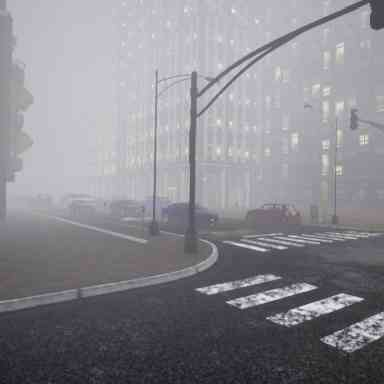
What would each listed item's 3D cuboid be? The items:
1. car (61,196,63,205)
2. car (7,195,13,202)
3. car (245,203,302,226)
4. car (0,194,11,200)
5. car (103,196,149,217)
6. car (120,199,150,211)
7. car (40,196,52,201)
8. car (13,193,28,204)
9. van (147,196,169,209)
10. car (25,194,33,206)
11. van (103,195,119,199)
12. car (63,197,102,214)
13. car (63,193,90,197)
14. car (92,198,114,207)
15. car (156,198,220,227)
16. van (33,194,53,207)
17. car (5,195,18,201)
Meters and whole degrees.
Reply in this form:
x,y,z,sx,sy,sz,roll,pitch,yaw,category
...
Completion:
x,y,z,sx,sy,sz,roll,pitch,yaw,category
-20.524,1.181,56.276,2.150,2.045,5.566,1,-1,-35,car
-37.063,1.396,69.735,1.947,1.339,4.313,1,-1,-35,car
5.738,1.505,23.920,1.967,1.590,4.097,1,-1,-35,car
-46.776,1.365,83.417,1.752,1.417,4.829,1,-1,-35,car
-6.180,1.438,30.706,1.837,1.490,4.892,1,-1,-35,car
-7.343,1.584,42.343,2.008,1.369,4.403,1,-1,-35,car
-36.771,1.570,83.796,1.802,1.307,4.206,1,-1,-35,car
-30.520,1.155,60.525,2.192,1.841,5.009,1,-1,-35,car
-4.070,1.382,37.739,1.690,1.788,3.998,1,-1,-35,van
-23.985,1.432,51.310,1.802,1.307,4.206,1,-1,-35,car
-10.609,1.368,46.951,1.690,1.788,3.998,1,-1,-35,van
-10.906,1.427,32.887,2.008,1.369,4.403,1,-1,-35,car
-13.952,1.138,41.701,2.150,2.045,5.566,1,-1,-35,car
-13.883,1.586,51.554,1.947,1.339,4.313,1,-1,-35,car
-0.205,1.425,22.285,1.882,1.535,5.008,1,-1,-36,car
-20.711,1.197,46.707,1.690,1.788,3.998,1,-1,-35,van
-40.332,1.377,74.341,2.008,1.369,4.403,1,-1,-35,car
